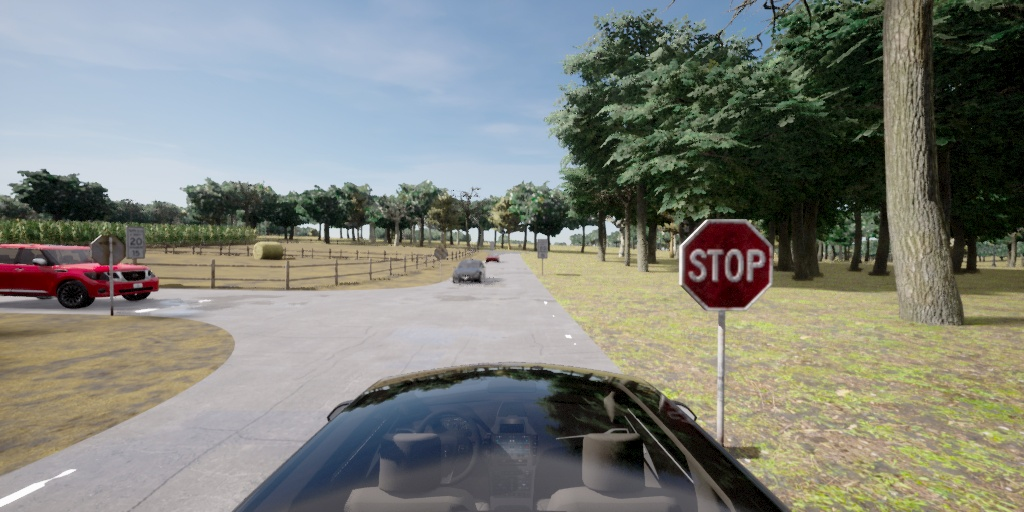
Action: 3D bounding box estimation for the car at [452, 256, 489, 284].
[{"bbox_3d":[-2.748,1.018,23.710,1.837,1.490,4.892,0,2,0],"label":"car"}]

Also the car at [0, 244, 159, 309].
[{"bbox_3d":[-15.722,0.623,12.395,5.566,2.045,2.150,1,1,-1],"label":"car"}]

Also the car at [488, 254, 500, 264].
[{"bbox_3d":[-2.747,0.364,51.252,1.895,1.301,4.718,0,2,0],"label":"car"}]
